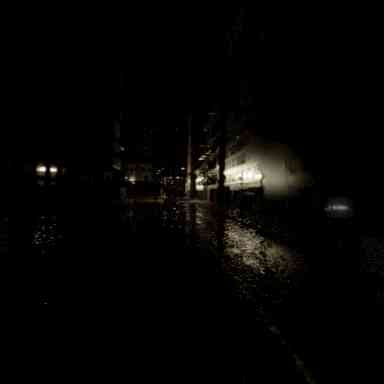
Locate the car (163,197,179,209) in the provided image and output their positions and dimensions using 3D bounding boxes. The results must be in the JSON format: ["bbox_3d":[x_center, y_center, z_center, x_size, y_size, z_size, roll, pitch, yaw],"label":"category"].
[{"bbox_3d":[-2.725,1.430,43.221,1.812,1.442,4.674,1,0,-4],"label":"car"}]
